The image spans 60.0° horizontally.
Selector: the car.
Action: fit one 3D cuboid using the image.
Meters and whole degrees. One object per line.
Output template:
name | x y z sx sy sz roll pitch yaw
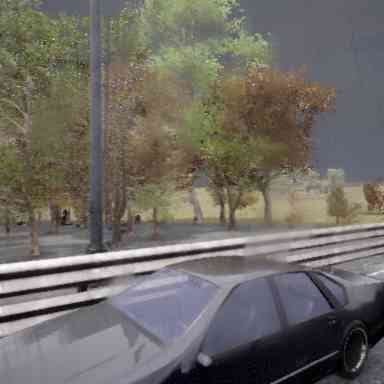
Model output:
car | 0.376 1.547 3.955 5.357 1.411 2.033 0 0 -35
